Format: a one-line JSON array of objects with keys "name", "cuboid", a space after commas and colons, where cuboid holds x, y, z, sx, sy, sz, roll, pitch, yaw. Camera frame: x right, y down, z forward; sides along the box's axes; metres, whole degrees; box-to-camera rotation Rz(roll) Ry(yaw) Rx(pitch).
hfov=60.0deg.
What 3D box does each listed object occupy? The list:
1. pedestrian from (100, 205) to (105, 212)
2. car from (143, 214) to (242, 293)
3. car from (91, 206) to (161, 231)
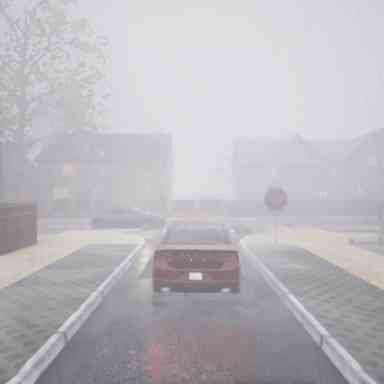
[{"name": "pedestrian", "cuboid": [-6.723, 1.202, 25.048, 0.375, 1.860, 0.375, 0, -1, 1]}, {"name": "car", "cuboid": [0.157, 1.423, 8.739, 1.882, 1.535, 5.008, 0, 0, 2]}, {"name": "car", "cuboid": [-3.615, 1.487, 19.137, 4.181, 1.385, 1.994, -1, -1, 1]}]
